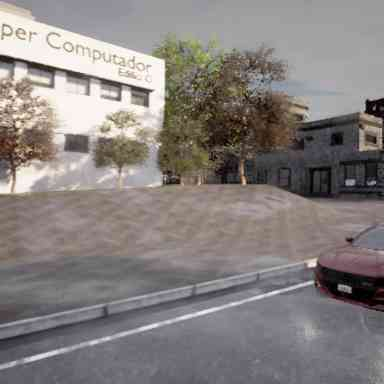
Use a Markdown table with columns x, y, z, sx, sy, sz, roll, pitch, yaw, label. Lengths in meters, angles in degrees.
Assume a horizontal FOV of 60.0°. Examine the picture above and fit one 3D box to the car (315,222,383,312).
| x | y | z | sx | sy | sz | roll | pitch | yaw | label |
| --- | --- | --- | --- | --- | --- | --- | --- | --- | --- |
| 4.759 | 1.417 | 7.392 | 5.008 | 1.535 | 1.882 | -1 | 1 | -36 | car |
